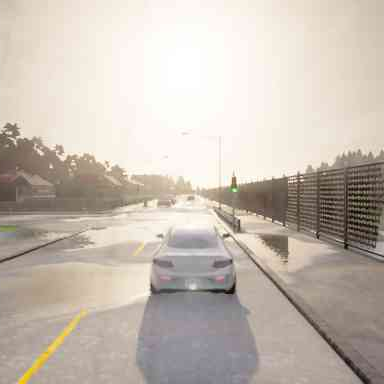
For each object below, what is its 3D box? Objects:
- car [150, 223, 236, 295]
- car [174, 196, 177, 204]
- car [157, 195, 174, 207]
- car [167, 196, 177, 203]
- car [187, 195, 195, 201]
[{"bbox_3d":[0.029,1.529,8.576,1.812,1.442,4.674,0,0,0],"label":"car"},{"bbox_3d":[-4.265,1.380,61.702,2.097,1.767,4.553,0,0,0],"label":"car"},{"bbox_3d":[-4.263,1.501,51.772,1.882,1.535,5.008,0,0,0],"label":"car"},{"bbox_3d":[-4.234,1.556,71.615,1.812,1.442,4.674,0,0,0],"label":"car"},{"bbox_3d":[-0.287,1.516,86.357,1.882,1.535,5.008,0,0,0],"label":"car"}]
